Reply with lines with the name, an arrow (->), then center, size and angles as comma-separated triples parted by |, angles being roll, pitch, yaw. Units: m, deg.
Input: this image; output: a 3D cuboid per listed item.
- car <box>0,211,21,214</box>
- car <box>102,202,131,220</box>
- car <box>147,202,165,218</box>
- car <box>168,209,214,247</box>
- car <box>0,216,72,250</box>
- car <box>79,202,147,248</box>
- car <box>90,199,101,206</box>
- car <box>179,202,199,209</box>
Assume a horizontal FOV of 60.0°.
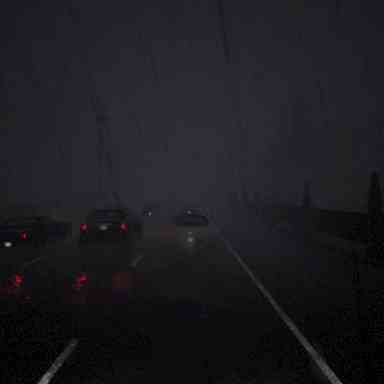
car -> -14.414, 1.722, 27.291 | 1.882, 1.535, 5.008 | 0, 0, -1
car -> -7.267, 1.762, 32.518 | 1.837, 1.490, 4.892 | 0, 0, -1
car -> -3.767, 1.751, 32.543 | 1.837, 1.490, 4.892 | 0, 0, -1
car -> -0.072, 1.715, 15.758 | 1.895, 1.301, 4.718 | 0, 0, -1
car -> -7.064, 1.733, 15.006 | 1.895, 1.301, 4.718 | 0, 0, -1
car -> -3.573, 1.475, 15.476 | 2.097, 1.767, 4.553 | 0, -1, -1
car -> -19.700, 2.076, 67.644 | 2.033, 1.411, 5.357 | 0, 0, -17
car -> -0.295, 1.767, 33.555 | 1.812, 1.442, 4.674 | 0, 0, -1
